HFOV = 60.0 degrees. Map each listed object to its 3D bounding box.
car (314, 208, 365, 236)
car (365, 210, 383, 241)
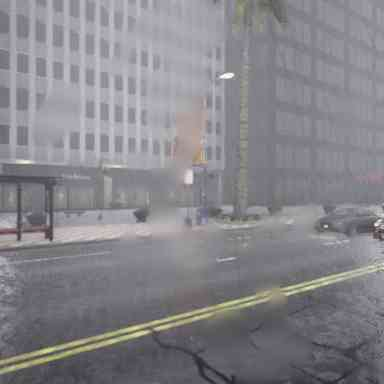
[{"bbox_3d":[8.754,1.611,18.365,4.181,1.385,1.994,0,0,-29],"label":"car"},{"bbox_3d":[10.481,1.406,15.320,4.553,1.767,2.097,0,0,-29],"label":"car"}]
